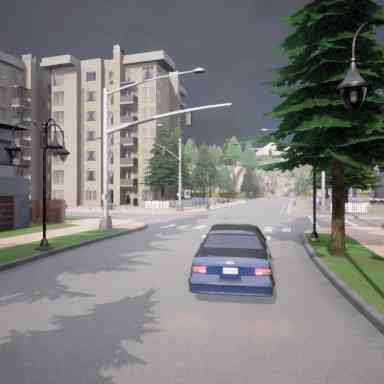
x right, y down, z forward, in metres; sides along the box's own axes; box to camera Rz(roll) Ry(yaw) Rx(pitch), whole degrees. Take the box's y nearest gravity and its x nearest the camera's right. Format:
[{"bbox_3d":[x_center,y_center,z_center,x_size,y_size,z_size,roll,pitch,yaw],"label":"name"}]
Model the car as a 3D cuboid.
[{"bbox_3d":[1.133,1.547,8.810,2.033,1.411,5.357,0,0,9],"label":"car"}]
